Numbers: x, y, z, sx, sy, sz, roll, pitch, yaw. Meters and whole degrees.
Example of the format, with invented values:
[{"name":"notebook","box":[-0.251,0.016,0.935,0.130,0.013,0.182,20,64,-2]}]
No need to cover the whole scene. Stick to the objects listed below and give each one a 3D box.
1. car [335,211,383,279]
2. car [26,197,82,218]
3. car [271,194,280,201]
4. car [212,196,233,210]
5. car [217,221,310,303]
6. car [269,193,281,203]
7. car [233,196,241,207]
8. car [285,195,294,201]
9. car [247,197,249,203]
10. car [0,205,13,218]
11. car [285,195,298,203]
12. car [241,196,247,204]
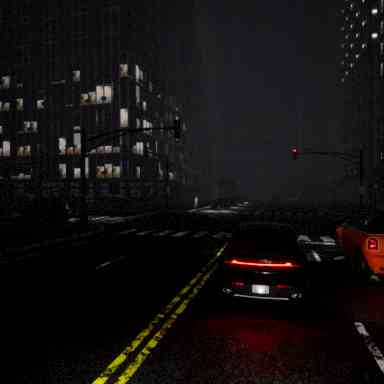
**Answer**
[{"name":"car","box":[5.697,1.347,9.943,2.097,1.767,4.553,0,0,14]},{"name":"car","box":[-11.833,1.216,28.601,4.553,1.767,2.097,1,1,15]},{"name":"car","box":[20.149,1.236,80.353,1.882,1.535,5.008,0,0,14]},{"name":"car","box":[3.807,1.501,42.855,1.812,1.442,4.674,0,0,14]},{"name":"car","box":[1.830,1.501,8.331,1.837,1.490,4.892,0,0,14]},{"name":"car","box":[17.589,1.158,70.286,2.150,2.045,5.566,0,0,14]},{"name":"car","box":[6.090,1.472,51.839,1.837,1.490,4.892,0,0,14]},{"name":"car","box":[23.425,1.450,80.045,2.128,1.511,4.902,0,0,14]},{"name":"car","box":[10.936,1.497,70.501,1.994,1.385,4.181,0,0,14]},{"name":"car","box":[-16.832,1.434,27.150,4.313,1.339,1.947,1,1,15]},{"name":"car","box":[20.053,1.471,66.372,1.812,1.442,4.674,0,0,15]},{"name":"car","box":[8.405,1.482,60.838,1.812,1.442,4.674,0,0,15]}]
